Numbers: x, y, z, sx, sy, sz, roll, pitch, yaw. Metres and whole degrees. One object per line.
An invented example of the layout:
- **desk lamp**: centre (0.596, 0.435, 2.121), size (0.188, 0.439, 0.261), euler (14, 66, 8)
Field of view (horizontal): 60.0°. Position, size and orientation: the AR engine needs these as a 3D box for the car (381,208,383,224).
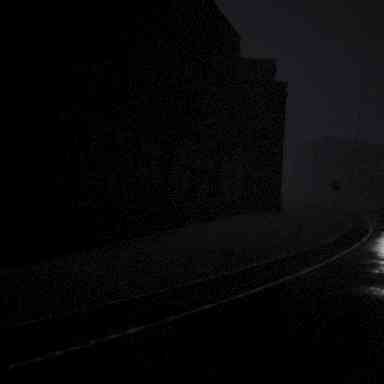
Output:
- **car**: centre (12.086, 1.302, 19.202), size (2.128, 1.511, 4.902), euler (2, 2, 27)
